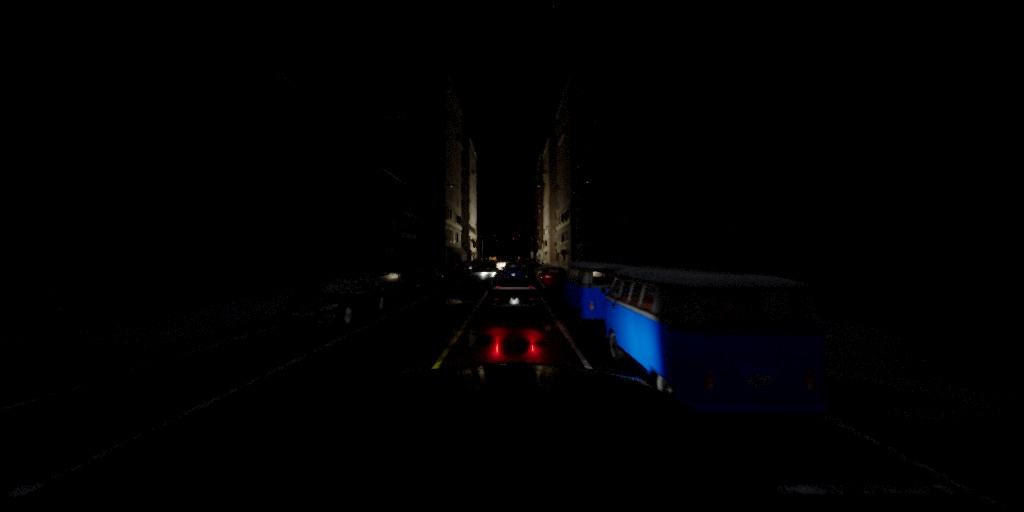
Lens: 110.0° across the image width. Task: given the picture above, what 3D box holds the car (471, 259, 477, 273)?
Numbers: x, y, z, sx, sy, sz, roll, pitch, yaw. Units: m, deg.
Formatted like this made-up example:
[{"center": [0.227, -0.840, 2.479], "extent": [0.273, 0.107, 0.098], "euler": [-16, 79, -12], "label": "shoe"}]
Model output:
[{"center": [-5.385, 1.285, 39.764], "extent": [2.007, 1.370, 4.403], "euler": [0, 0, 0], "label": "car"}]

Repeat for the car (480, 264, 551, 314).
[{"center": [0.086, 1.237, 13.769], "extent": [2.128, 1.511, 4.902], "euler": [0, 0, 0], "label": "car"}]

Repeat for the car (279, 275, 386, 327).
[{"center": [-5.387, 1.297, 11.353], "extent": [2.007, 1.370, 4.403], "euler": [0, 0, 0], "label": "car"}]

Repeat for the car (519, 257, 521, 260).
[{"center": [2.641, 1.272, 62.493], "extent": [2.007, 1.370, 4.403], "euler": [0, 0, 0], "label": "car"}]

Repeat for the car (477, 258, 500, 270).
[{"center": [-2.834, 1.296, 44.693], "extent": [1.994, 1.385, 4.181], "euler": [0, 0, 0], "label": "car"}]

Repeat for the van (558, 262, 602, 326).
[{"center": [2.638, 1.087, 11.353], "extent": [1.690, 1.789, 3.998], "euler": [0, 0, 0], "label": "van"}]

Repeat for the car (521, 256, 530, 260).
[{"center": [2.640, 1.168, 51.129], "extent": [1.967, 1.591, 4.097], "euler": [0, 0, 0], "label": "car"}]

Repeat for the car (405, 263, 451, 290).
[{"center": [-5.386, 1.308, 22.717], "extent": [1.948, 1.339, 4.313], "euler": [0, 0, 0], "label": "car"}]

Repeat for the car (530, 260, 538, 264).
[{"center": [2.639, 1.265, 28.569], "extent": [1.751, 1.417, 4.829], "euler": [0, 0, 0], "label": "car"}]

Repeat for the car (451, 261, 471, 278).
[{"center": [-5.386, 1.282, 34.082], "extent": [1.888, 1.381, 4.507], "euler": [0, 0, 0], "label": "car"}]

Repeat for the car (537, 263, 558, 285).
[{"center": [2.639, 1.324, 22.717], "extent": [1.802, 1.307, 4.207], "euler": [0, 0, 0], "label": "car"}]

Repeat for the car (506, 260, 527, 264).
[{"center": [0.090, 1.264, 29.979], "extent": [1.812, 1.442, 4.674], "euler": [0, 0, 0], "label": "car"}]

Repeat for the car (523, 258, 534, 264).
[{"center": [2.640, 1.276, 45.446], "extent": [1.888, 1.381, 4.507], "euler": [0, 0, 0], "label": "car"}]

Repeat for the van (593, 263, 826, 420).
[{"center": [2.638, 1.089, 5.670], "extent": [1.690, 1.789, 3.998], "euler": [0, 0, 0], "label": "van"}]
